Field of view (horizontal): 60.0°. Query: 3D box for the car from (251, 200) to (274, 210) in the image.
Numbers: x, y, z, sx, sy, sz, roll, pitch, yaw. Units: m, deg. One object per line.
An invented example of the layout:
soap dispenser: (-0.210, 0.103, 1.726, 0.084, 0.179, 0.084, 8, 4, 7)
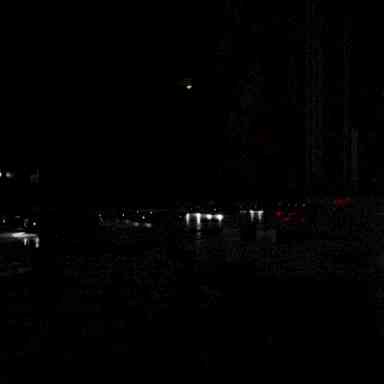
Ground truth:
car: (9.346, 1.539, 43.180, 2.128, 1.511, 4.902, 0, 0, 36)

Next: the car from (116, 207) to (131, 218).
car: (-4.458, 1.615, 29.603, 1.895, 1.301, 4.718, 0, 0, 36)

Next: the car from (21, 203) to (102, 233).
car: (-7.469, 1.572, 19.838, 1.994, 1.385, 4.181, 0, 0, 36)

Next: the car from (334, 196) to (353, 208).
car: (23.466, 1.438, 51.440, 2.097, 1.767, 4.553, 0, 0, 36)

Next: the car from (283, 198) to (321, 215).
car: (11.636, 1.403, 34.959, 2.097, 1.767, 4.553, 0, 0, 36)

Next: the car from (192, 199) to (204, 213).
car: (1.350, 1.554, 37.685, 1.812, 1.442, 4.674, 0, 0, 36)

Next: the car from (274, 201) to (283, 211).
car: (12.354, 1.580, 41.620, 1.812, 1.442, 4.674, 0, 0, 36)

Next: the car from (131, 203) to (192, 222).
car: (-2.373, 1.620, 26.937, 1.895, 1.301, 4.718, 0, 0, 36)

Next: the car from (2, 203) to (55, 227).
car: (-9.862, 1.494, 22.080, 2.128, 1.511, 4.902, 0, 0, 36)

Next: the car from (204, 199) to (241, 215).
car: (3.477, 1.597, 35.065, 1.994, 1.385, 4.181, 0, 0, 36)

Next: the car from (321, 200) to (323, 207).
car: (18.338, 1.595, 50.037, 1.812, 1.442, 4.674, 0, 0, 36)
